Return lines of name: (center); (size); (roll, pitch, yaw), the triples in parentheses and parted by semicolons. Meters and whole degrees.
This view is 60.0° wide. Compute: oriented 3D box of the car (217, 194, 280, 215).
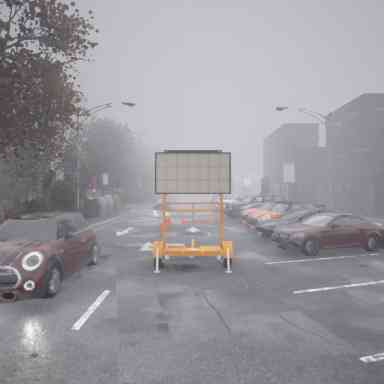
car: (5.404, 1.256, 27.921); (5.566, 2.045, 2.435); (1, 0, -20)

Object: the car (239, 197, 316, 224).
car: (5.396, 1.369, 18.945); (4.553, 1.767, 2.185); (1, 0, -20)

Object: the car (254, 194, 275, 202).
car: (18.648, 1.477, 85.960); (2.435, 2.045, 5.566); (0, 0, -21)

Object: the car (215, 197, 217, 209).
car: (5.258, 1.508, 30.879); (5.366, 1.575, 1.946); (1, 0, -20)

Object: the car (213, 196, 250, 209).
car: (5.492, 1.432, 45.953); (4.553, 1.767, 2.185); (1, 0, -20)

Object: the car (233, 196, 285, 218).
car: (5.413, 1.373, 21.947); (4.553, 1.767, 2.185); (1, 0, -20)

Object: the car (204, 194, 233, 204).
car: (5.631, 1.403, 70.010); (5.566, 2.045, 2.435); (1, 0, -20)

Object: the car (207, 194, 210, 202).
car: (5.560, 1.592, 54.972); (5.008, 1.535, 2.097); (1, -1, -20)

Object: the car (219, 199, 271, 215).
car: (5.423, 1.550, 33.936); (4.792, 1.488, 2.163); (1, 0, -20)

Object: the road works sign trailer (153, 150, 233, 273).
road works sign trailer: (0.030, 0.467, 10.677); (2.380, 3.560, 2.880); (0, 0, 0)

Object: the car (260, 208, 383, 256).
car: (5.339, 1.530, 12.934); (4.674, 1.452, 2.002); (1, 0, -20)

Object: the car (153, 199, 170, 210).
car: (-3.848, 1.587, 43.007); (1.812, 1.442, 4.674); (0, 0, 0)

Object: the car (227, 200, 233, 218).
car: (5.393, 1.543, 24.943); (4.674, 1.452, 2.002); (1, 0, -20)

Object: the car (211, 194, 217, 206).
car: (5.447, 1.277, 36.938); (5.566, 2.045, 2.435); (1, 0, -20)

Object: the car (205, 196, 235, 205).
car: (5.422, 1.624, 63.917); (5.366, 1.575, 1.946); (1, 0, -20)

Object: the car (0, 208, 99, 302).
car: (-3.931, 1.354, 8.445); (2.097, 1.767, 4.553); (0, 0, 0)

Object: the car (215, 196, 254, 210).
car: (5.475, 1.421, 42.952); (4.553, 1.767, 2.185); (1, 0, -20)

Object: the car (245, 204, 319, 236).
car: (5.322, 1.521, 15.925); (4.792, 1.488, 2.163); (1, 0, -20)

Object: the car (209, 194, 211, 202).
car: (5.588, 1.455, 51.970); (4.553, 1.767, 2.185); (1, 0, -20)
